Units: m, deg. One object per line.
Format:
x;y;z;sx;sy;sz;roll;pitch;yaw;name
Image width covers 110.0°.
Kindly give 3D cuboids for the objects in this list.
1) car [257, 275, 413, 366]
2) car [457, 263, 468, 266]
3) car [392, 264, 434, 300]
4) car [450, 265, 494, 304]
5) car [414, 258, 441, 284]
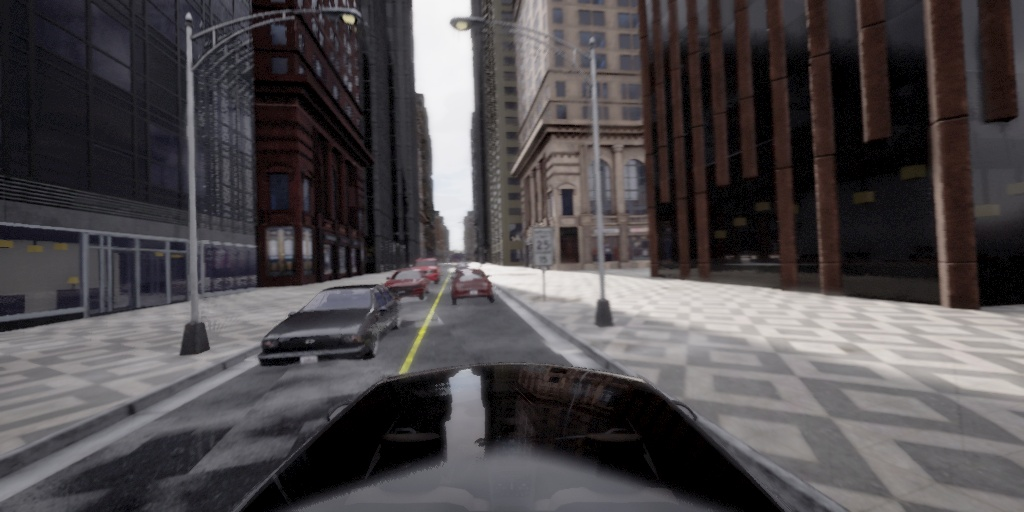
-3.940;1.435;8.876;2.033;1.411;5.357;-2;0;-9;car
-6.264;1.551;45.658;2.033;1.411;5.357;-2;0;-9;car
-5.496;1.423;19.171;1.882;1.535;5.008;-2;0;-8;car
-1.923;1.346;16.971;1.812;1.442;4.674;-2;0;-9;car
-7.070;1.231;29.566;2.150;2.045;5.566;-2;0;-9;car
